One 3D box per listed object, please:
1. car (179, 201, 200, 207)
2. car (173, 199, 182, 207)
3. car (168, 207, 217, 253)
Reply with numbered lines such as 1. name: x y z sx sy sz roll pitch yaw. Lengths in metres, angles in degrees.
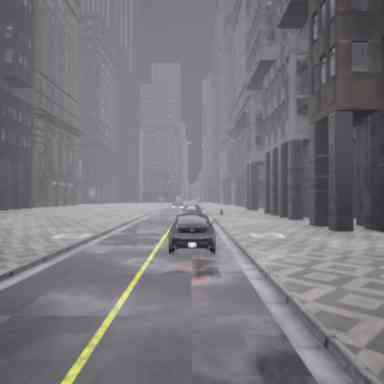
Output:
1. car: 0.024 1.812 29.381 1.812 1.442 4.674 0 0 0
2. car: -2.954 2.263 71.829 2.097 1.767 4.553 0 -1 0
3. car: 0.014 1.640 14.296 1.837 1.490 4.892 0 0 0
